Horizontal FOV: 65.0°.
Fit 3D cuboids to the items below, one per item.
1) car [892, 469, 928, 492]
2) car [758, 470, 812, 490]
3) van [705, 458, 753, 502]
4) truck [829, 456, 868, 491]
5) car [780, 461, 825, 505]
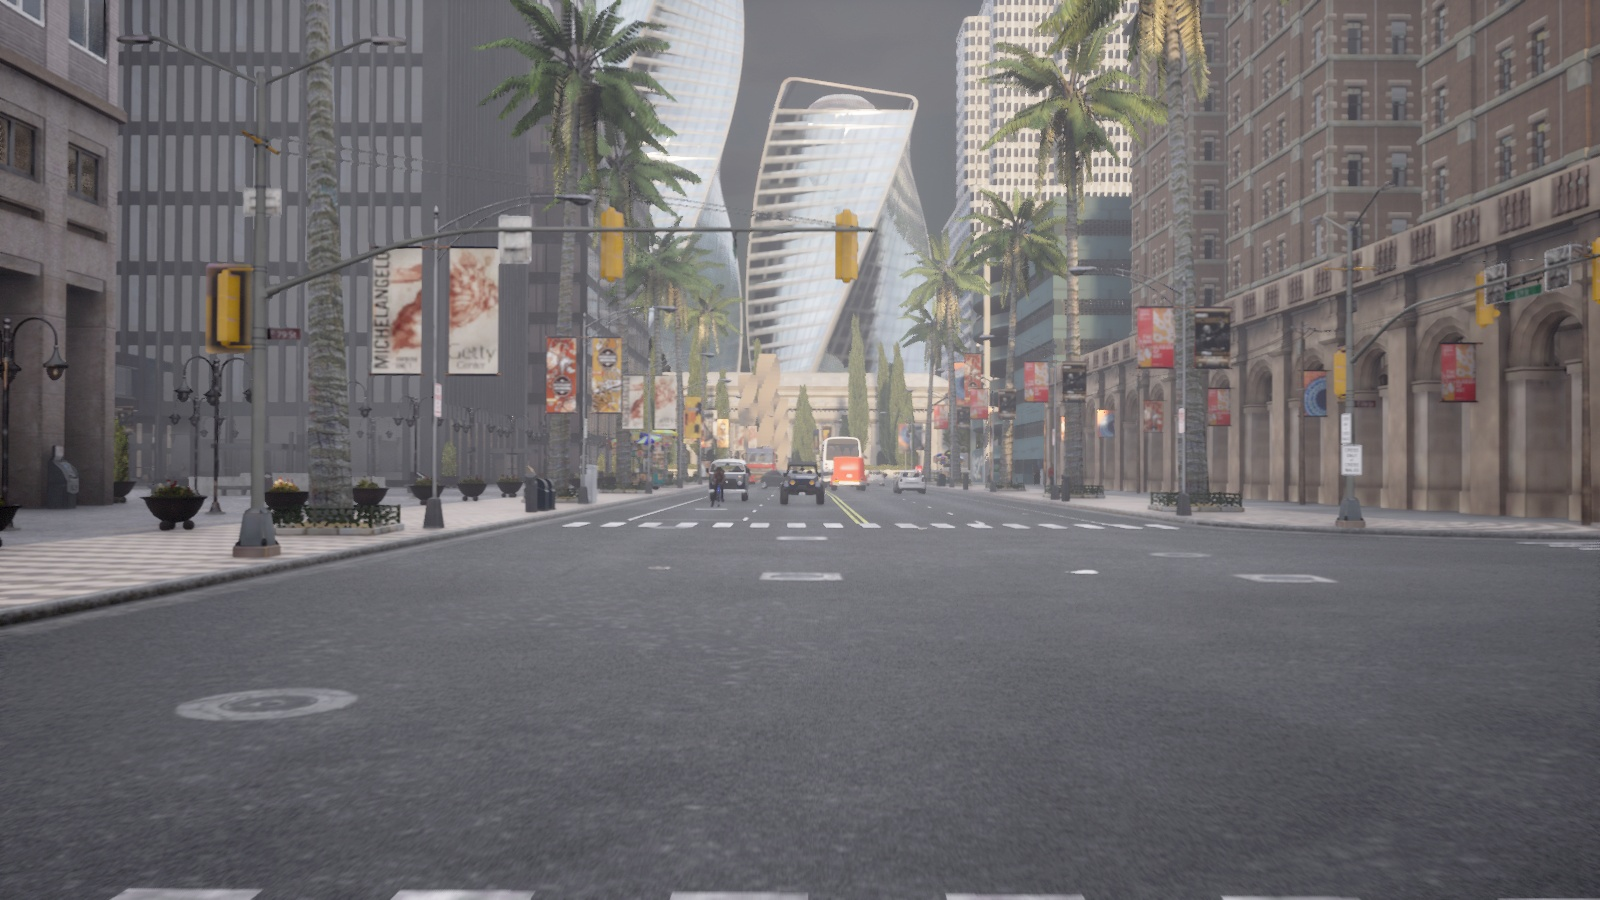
[{"bbox_3d":[7.112,1.979,81.650,1.970,1.475,3.806,0,-1,0],"label":"car"},{"bbox_3d":[-1.176,2.254,95.114,1.837,1.490,4.892,1,-1,-31],"label":"car"},{"bbox_3d":[-3.380,1.463,60.517,2.069,2.038,4.480,0,-1,0],"label":"van"},{"bbox_3d":[3.523,1.707,92.243,2.627,2.467,5.204,0,0,-1],"label":"truck"},{"bbox_3d":[0.122,1.440,55.316,1.905,1.878,3.866,0,-1,0],"label":"car"}]
